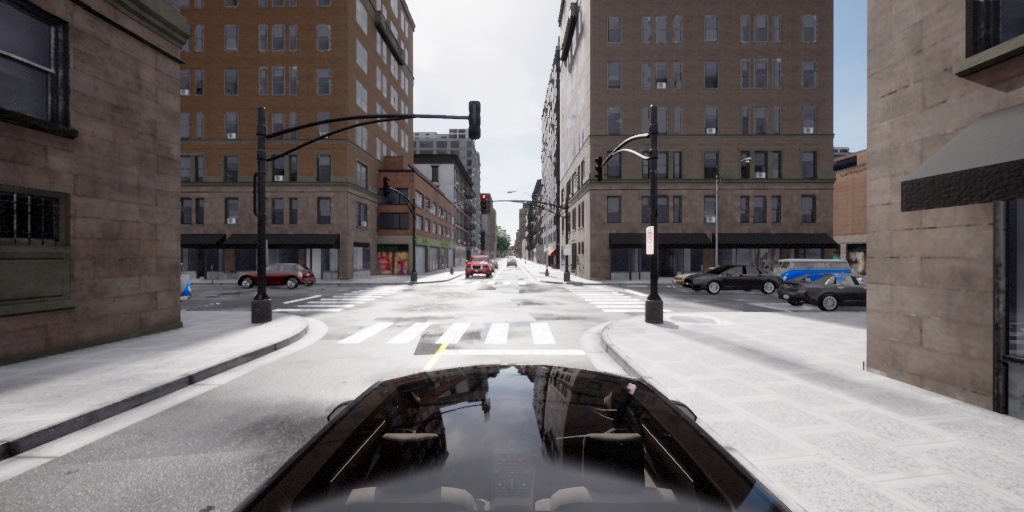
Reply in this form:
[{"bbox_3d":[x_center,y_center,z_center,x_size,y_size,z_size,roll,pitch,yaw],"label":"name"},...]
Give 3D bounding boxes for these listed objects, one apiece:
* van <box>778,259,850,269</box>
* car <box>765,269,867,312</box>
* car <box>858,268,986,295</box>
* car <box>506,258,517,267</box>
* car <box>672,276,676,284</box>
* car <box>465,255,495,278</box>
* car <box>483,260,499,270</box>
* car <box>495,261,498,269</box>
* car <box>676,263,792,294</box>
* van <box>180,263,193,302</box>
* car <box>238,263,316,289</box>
[{"bbox_3d":[18.253,1.078,21.959,3.998,1.789,1.690,0,0,1],"label":"van"},{"bbox_3d":[12.516,1.303,13.490,4.403,1.370,2.007,0,0,1],"label":"car"},{"bbox_3d":[21.955,1.343,19.352,4.718,1.301,1.895,0,0,1],"label":"car"},{"bbox_3d":[-0.026,1.251,63.766,2.033,1.411,5.357,0,0,0],"label":"car"},{"bbox_3d":[12.413,1.261,22.017,4.829,1.417,1.751,0,0,1],"label":"car"},{"bbox_3d":[-3.111,0.957,34.225,2.150,2.045,5.566,0,0,0],"label":"car"},{"bbox_3d":[-3.106,1.280,54.056,1.994,1.385,4.181,0,0,1],"label":"car"},{"bbox_3d":[-3.117,1.253,44.062,1.812,1.442,4.674,0,0,0],"label":"car"},{"bbox_3d":[11.921,1.246,19.465,4.892,1.490,1.837,0,0,-1],"label":"car"},{"bbox_3d":[-14.678,1.087,13.761,3.998,1.789,1.690,0,0,1],"label":"van"},{"bbox_3d":[-14.611,1.169,22.287,4.097,1.591,1.967,0,0,1],"label":"car"}]
